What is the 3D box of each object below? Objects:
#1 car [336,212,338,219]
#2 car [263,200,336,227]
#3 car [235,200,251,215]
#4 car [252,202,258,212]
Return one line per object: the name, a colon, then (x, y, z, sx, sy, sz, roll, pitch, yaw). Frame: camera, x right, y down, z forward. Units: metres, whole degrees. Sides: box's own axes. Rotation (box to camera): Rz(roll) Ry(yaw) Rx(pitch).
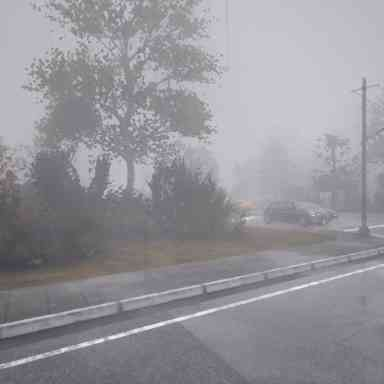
car: (9.212, 1.594, 26.889, 1.837, 1.490, 4.892, 0, -1, -42)
car: (7.313, 1.426, 23.643, 2.097, 1.767, 4.553, 0, -1, -38)
car: (3.501, 1.781, 33.716, 1.994, 1.385, 4.181, 0, -1, -42)
car: (5.949, 1.774, 41.729, 1.882, 1.535, 5.008, 0, -2, -43)
